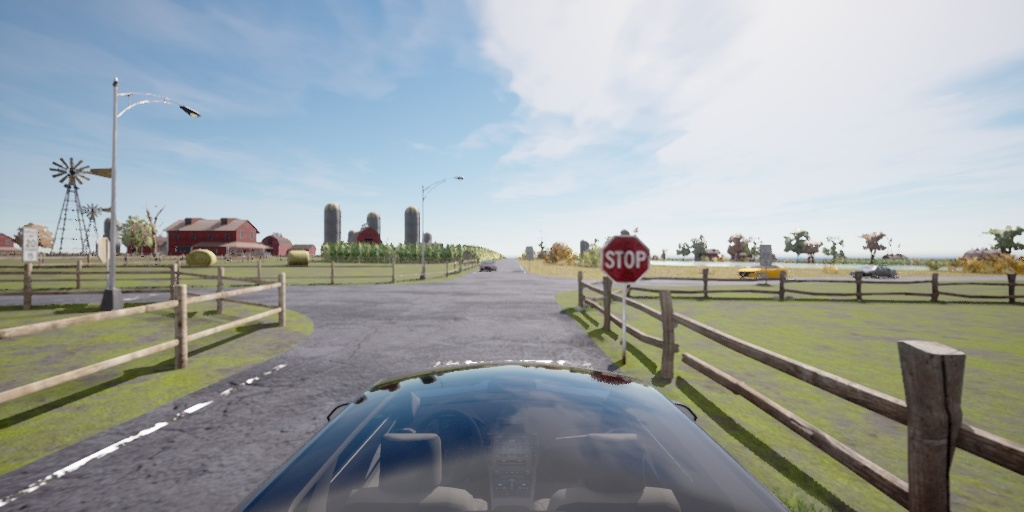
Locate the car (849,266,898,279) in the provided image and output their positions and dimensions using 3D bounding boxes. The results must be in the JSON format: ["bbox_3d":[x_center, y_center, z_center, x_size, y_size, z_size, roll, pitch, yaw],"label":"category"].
[{"bbox_3d":[39.919,1.762,39.583,5.357,1.411,2.033,1,-1,-18],"label":"car"}]

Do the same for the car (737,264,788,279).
[{"bbox_3d":[23.677,1.463,33.930,5.008,1.535,1.882,1,-1,-20],"label":"car"}]

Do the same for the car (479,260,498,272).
[{"bbox_3d":[-2.717,1.139,42.031,1.994,1.385,4.181,0,1,0],"label":"car"}]
